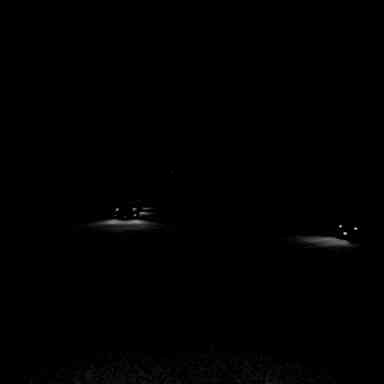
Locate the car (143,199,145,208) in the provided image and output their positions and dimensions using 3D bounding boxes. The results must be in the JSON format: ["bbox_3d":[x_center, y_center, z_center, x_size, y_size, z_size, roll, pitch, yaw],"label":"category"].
[{"bbox_3d":[-7.404,1.781,43.201,1.812,1.442,4.674,1,-1,-7],"label":"car"}]

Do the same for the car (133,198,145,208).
[{"bbox_3d":[-9.046,1.826,56.979,1.882,1.535,5.008,1,-1,-7],"label":"car"}]

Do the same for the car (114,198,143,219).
[{"bbox_3d":[-5.895,1.524,30.570,2.097,1.767,4.553,1,0,-5],"label":"car"}]

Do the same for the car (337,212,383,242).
[{"bbox_3d":[10.229,1.666,16.628,5.357,1.411,2.033,0,0,-4],"label":"car"}]
